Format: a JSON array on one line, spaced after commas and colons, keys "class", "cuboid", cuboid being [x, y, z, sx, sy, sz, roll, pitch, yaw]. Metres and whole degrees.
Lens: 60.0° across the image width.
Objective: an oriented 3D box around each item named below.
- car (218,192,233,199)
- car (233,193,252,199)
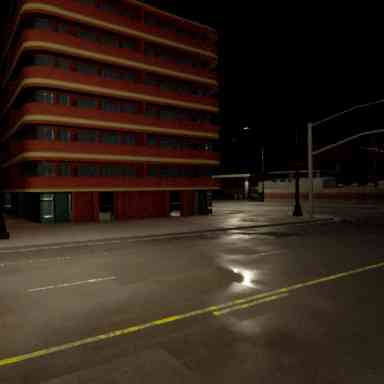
[{"class": "car", "cuboid": [8.918, 0.930, 86.177, 4.611, 1.667, 2.242, -1, 1, -35]}, {"class": "car", "cuboid": [12.889, 1.061, 81.955, 3.806, 1.475, 1.970, -1, 1, -35]}]
